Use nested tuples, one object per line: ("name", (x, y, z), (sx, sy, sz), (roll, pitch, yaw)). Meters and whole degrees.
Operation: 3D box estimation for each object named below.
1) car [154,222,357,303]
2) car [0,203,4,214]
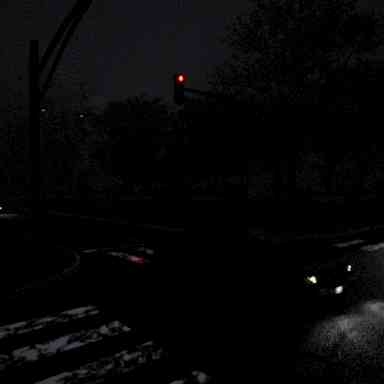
("car", (1.133, 1.503, 8.443), (2.033, 1.411, 5.357), (-1, 0, -40))
("car", (-21.908, 1.630, 36.311), (1.837, 1.490, 4.892), (0, 0, -40))
